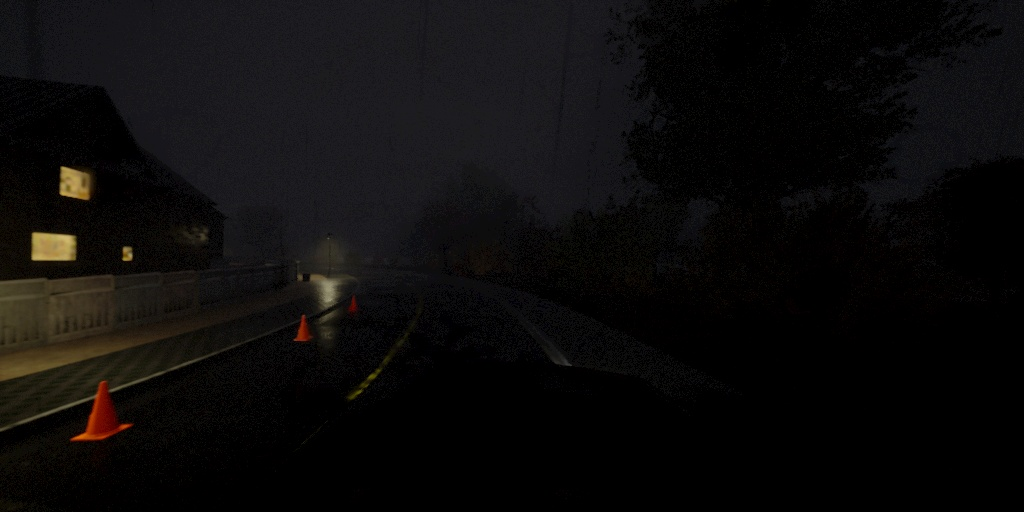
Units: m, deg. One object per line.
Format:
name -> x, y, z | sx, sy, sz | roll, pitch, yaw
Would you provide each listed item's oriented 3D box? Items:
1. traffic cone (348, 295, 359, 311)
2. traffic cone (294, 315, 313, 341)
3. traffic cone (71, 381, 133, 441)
traffic cone -> -6.018, 1.781, 13.629 | 0.340, 0.580, 0.340 | 0, 0, -12
traffic cone -> -5.168, 1.766, 8.897 | 0.340, 0.580, 0.340 | 0, 0, -8
traffic cone -> -4.686, 1.737, 4.114 | 0.340, 0.580, 0.340 | 0, 0, -4
